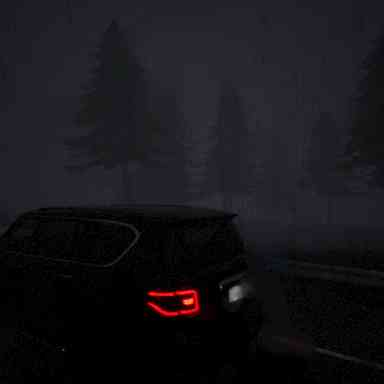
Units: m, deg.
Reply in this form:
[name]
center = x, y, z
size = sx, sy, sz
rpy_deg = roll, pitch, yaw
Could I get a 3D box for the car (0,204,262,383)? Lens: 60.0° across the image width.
[car]
center = -1.669, 1.220, 5.275
size = 5.566, 2.045, 2.150
rpy_deg = 0, 0, 36
